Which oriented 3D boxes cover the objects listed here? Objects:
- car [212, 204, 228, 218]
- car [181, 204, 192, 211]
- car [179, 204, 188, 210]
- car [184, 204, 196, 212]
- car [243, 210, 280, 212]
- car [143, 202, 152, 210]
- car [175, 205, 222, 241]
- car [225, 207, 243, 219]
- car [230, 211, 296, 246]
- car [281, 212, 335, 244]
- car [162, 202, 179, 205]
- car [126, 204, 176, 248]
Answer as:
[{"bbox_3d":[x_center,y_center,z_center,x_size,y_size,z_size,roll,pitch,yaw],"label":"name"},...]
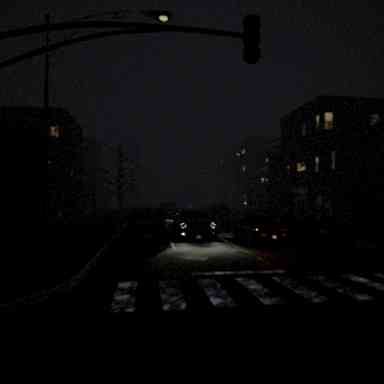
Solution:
[{"bbox_3d":[3.133,2.317,40.213,2.192,1.841,5.009,0,-1,-8],"label":"car"},{"bbox_3d":[-1.271,3.422,73.193,1.802,1.307,4.206,0,-1,-8],"label":"car"},{"bbox_3d":[-2.005,3.562,78.691,1.802,1.307,4.206,0,-1,-8],"label":"car"},{"bbox_3d":[-0.537,3.245,67.697,1.887,1.381,4.507,0,-1,-8],"label":"car"},{"bbox_3d":[5.337,2.022,23.717,1.967,1.590,4.097,0,-1,-8],"label":"car"},{"bbox_3d":[-11.047,3.376,83.086,2.192,1.841,5.009,0,-1,-8],"label":"car"},{"bbox_3d":[0.082,1.803,19.355,2.097,1.767,4.553,0,-2,-8],"label":"car"},{"bbox_3d":[4.580,2.252,29.381,1.752,1.417,4.829,0,-1,-8],"label":"car"},{"bbox_3d":[3.538,1.946,17.713,1.812,1.442,4.674,0,-2,-7],"label":"car"},{"bbox_3d":[6.071,2.008,18.216,1.947,1.339,4.313,0,-1,-8],"label":"car"},{"bbox_3d":[-2.932,2.254,42.165,2.150,2.045,5.566,0,-2,-7],"label":"car"},{"bbox_3d":[-2.236,1.699,17.112,2.192,1.841,5.009,0,-1,-8],"label":"car"}]
